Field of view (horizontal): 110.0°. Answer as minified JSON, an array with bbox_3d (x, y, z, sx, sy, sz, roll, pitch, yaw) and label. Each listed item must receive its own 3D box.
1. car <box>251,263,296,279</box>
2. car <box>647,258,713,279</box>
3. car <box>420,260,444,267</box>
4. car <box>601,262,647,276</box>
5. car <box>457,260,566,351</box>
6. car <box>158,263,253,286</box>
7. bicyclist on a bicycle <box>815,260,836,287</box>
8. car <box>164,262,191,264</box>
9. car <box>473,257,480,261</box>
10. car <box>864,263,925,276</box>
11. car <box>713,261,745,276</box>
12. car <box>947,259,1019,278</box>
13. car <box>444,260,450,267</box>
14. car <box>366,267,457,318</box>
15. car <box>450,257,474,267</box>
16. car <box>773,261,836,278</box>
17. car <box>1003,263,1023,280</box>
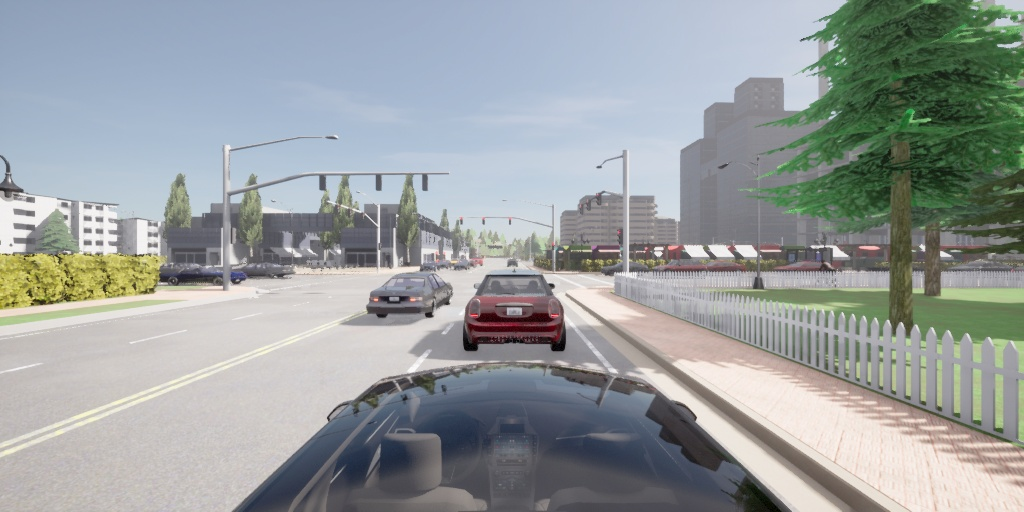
[{"bbox_3d":[-22.153,1.296,31.531,5.357,1.411,2.033,0,0,-3],"label":"car"},{"bbox_3d":[15.079,1.101,32.376,4.553,1.767,2.097,0,0,-1],"label":"car"},{"bbox_3d":[-10.624,1.313,46.922,1.994,1.385,4.181,0,0,1],"label":"car"},{"bbox_3d":[11.231,1.275,35.763,4.674,1.442,1.812,0,0,-1],"label":"car"},{"bbox_3d":[0.064,1.102,9.128,2.097,1.767,4.553,0,0,0],"label":"car"},{"bbox_3d":[-20.881,1.350,24.378,4.718,1.301,1.895,0,0,-1],"label":"car"},{"bbox_3d":[18.791,1.052,21.483,0.582,1.620,1.656,0,0,-1],"label":"bicyclist on a bicycle"},{"bbox_3d":[-25.390,1.241,27.774,4.902,1.511,2.128,0,0,-2],"label":"car"},{"bbox_3d":[-7.079,1.349,61.025,1.895,1.301,4.718,0,0,0],"label":"car"},{"bbox_3d":[38.936,1.350,36.453,4.718,1.301,1.895,0,0,-1],"label":"car"},{"bbox_3d":[20.645,1.227,36.019,5.008,1.535,1.882,0,0,-1],"label":"car"},{"bbox_3d":[43.087,1.255,33.029,4.892,1.490,1.837,0,0,-1],"label":"car"},{"bbox_3d":[-10.596,1.296,56.165,2.033,1.411,5.357,0,0,0],"label":"car"},{"bbox_3d":[-3.418,1.297,12.963,2.033,1.411,5.357,0,0,0],"label":"car"},{"bbox_3d":[-7.094,1.296,51.442,2.033,1.411,5.357,0,0,0],"label":"car"},{"bbox_3d":[26.563,1.227,32.664,5.008,1.535,1.882,0,0,-2],"label":"car"},{"bbox_3d":[43.879,1.313,29.433,4.181,1.385,1.994,0,0,-3],"label":"car"}]
